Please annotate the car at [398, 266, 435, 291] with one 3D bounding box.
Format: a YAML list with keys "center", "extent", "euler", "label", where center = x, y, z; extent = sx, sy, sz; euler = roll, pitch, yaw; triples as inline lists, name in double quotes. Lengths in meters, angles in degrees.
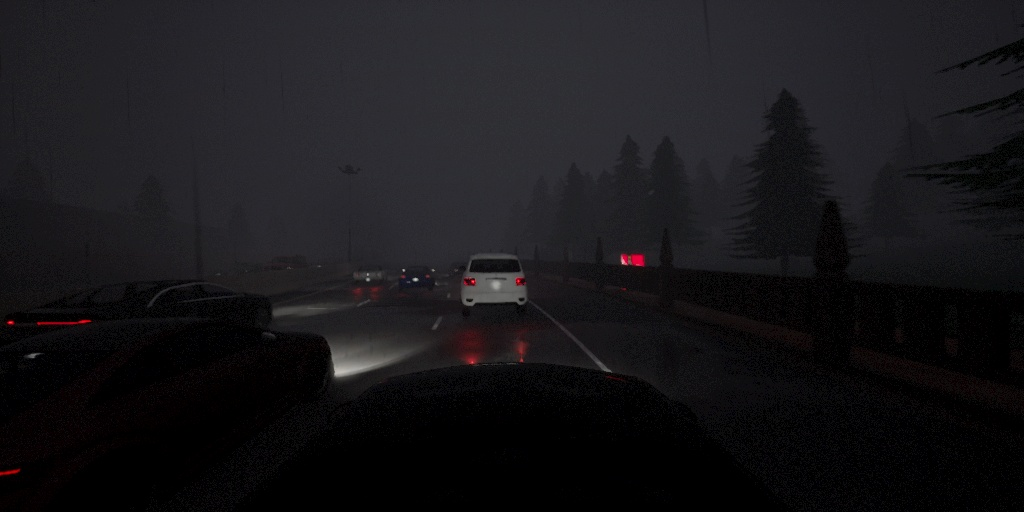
- center: [-5.748, 1.275, 21.913]
  extent: [1.994, 1.385, 4.181]
  euler: [0, 0, -11]
  label: "car"

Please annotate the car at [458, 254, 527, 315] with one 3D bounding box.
- center: [-0.804, 0.941, 13.580]
  extent: [2.150, 2.045, 5.566]
  euler: [0, 0, -7]
  label: "car"

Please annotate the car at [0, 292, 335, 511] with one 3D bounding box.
- center: [-3.608, 1.320, 3.680]
  extent: [1.994, 1.385, 4.181]
  euler: [0, 0, -2]
  label: "car"

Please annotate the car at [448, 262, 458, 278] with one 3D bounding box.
- center: [-4.760, 1.225, 32.784]
  extent: [2.033, 1.411, 5.357]
  euler: [0, 0, -16]
  label: "car"

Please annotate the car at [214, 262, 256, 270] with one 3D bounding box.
- center: [-22.419, 1.230, 30.299]
  extent: [2.128, 1.511, 4.902]
  euler: [0, 0, -16]
  label: "car"

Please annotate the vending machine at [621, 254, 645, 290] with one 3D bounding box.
- center: [6.426, 0.877, 19.127]
  extent: [1.100, 2.100, 0.880]
  euler: [0, 0, -9]
  label: "vending machine"

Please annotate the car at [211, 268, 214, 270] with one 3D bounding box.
- center: [-27.522, 1.288, 35.386]
  extent: [2.033, 1.411, 5.357]
  euler: [0, 0, -16]
  label: "car"

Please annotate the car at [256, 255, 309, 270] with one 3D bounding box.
- center: [-18.637, 0.950, 29.779]
  extent: [2.150, 2.045, 5.566]
  euler: [0, 0, -16]
  label: "car"

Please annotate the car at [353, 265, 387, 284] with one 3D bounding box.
- center: [-10.375, 1.313, 26.637]
  extent: [1.895, 1.301, 4.718]
  euler: [0, 0, -14]
  label: "car"

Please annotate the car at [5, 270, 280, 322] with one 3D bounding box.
- center: [-7.303, 1.247, 7.765]
  extent: [2.128, 1.511, 4.902]
  euler: [0, 0, -4]
  label: "car"
